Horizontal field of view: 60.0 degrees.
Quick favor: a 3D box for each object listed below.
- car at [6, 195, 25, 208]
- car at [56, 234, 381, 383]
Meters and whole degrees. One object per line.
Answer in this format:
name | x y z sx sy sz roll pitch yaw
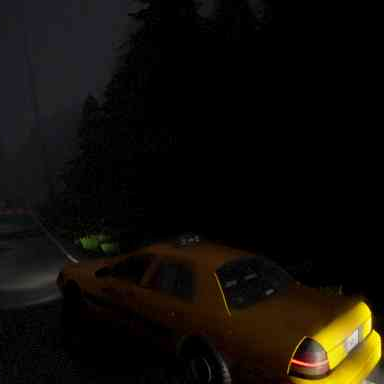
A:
car | -21.189 1.060 40.014 2.128 1.511 4.902 -2 2 -27
car | -0.251 1.418 5.070 5.366 1.575 1.801 1 1 44
